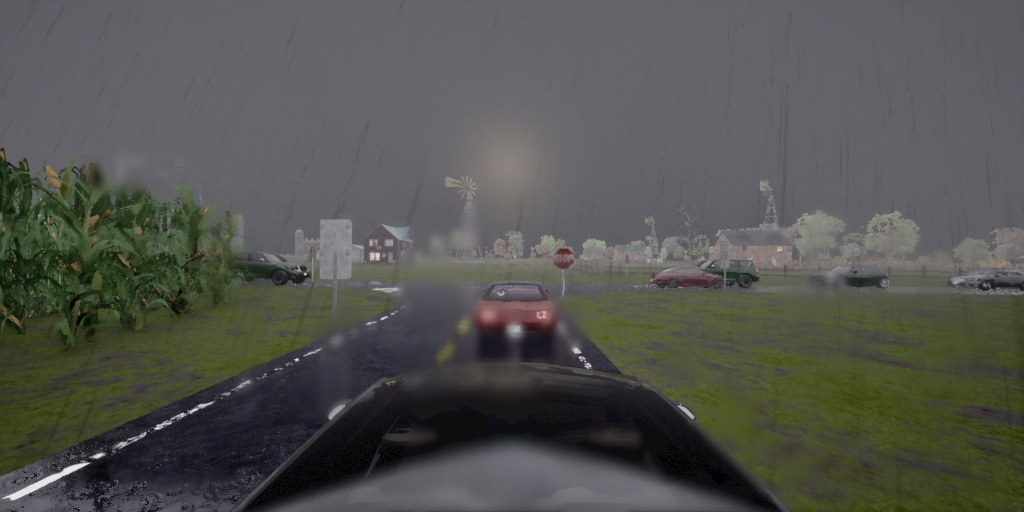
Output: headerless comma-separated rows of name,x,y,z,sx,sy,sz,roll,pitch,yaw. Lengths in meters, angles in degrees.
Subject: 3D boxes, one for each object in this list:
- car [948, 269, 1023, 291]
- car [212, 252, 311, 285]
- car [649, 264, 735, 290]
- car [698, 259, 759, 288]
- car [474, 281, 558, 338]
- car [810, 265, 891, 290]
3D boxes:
car,34.856,1.723,26.106,4.902,1.511,2.128,1,-1,0
car,-15.973,0.771,22.948,5.566,2.045,2.150,1,-1,0
car,11.266,1.414,23.069,4.674,1.442,1.812,1,-1,0
car,14.780,1.204,26.036,5.566,2.045,2.150,1,-1,0
car,0.139,1.354,10.205,1.895,1.301,4.718,0,0,1
car,24.463,1.455,26.076,4.553,1.767,2.097,1,-1,0
